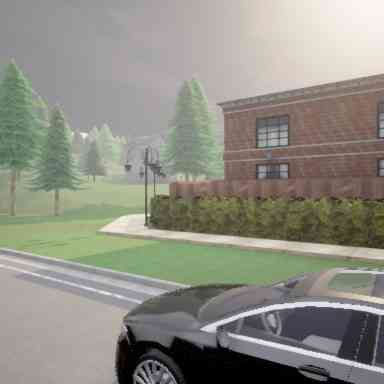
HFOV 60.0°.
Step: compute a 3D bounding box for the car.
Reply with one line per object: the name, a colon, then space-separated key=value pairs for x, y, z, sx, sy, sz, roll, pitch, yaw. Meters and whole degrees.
car: x=1.385 y=1.491 z=2.996 sx=4.902 sy=1.511 sz=2.128 roll=0 pitch=0 yaw=36
